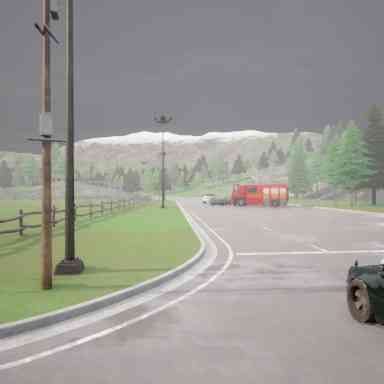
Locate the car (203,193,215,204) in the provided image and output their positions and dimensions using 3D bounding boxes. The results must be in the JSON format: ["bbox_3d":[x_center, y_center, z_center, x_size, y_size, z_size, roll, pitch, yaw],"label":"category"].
[{"bbox_3d":[3.344,1.221,64.805,2.150,2.045,5.566,0,0,-4],"label":"car"}]

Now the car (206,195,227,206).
[{"bbox_3d":[4.012,1.564,54.740,1.994,1.385,4.181,0,0,-4],"label":"car"}]

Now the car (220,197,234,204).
[{"bbox_3d":[6.836,1.600,65.039,1.895,1.301,4.718,0,0,-4],"label":"car"}]

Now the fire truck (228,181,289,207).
[{"bbox_3d":[10.366,0.351,50.921,8.468,3.827,2.891,0,0,21],"label":"fire truck"}]

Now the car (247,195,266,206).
[{"bbox_3d":[10.905,1.352,56.702,2.097,1.767,4.553,0,0,-4],"label":"car"}]

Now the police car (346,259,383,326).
[{"bbox_3d":[3.905,1.509,4.314,2.038,1.542,4.974,0,0,-4],"label":"police car"}]
